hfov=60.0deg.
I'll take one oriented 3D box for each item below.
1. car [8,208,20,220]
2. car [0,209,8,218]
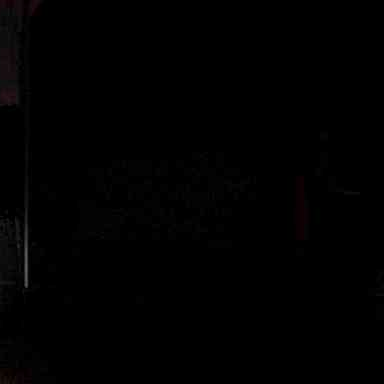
[{"bbox_3d":[-15.175,1.845,31.457,1.947,1.339,4.313,-1,-1,35],"label":"car"},{"bbox_3d":[-18.321,1.553,27.039,2.192,1.841,5.009,-1,-1,35],"label":"car"}]
